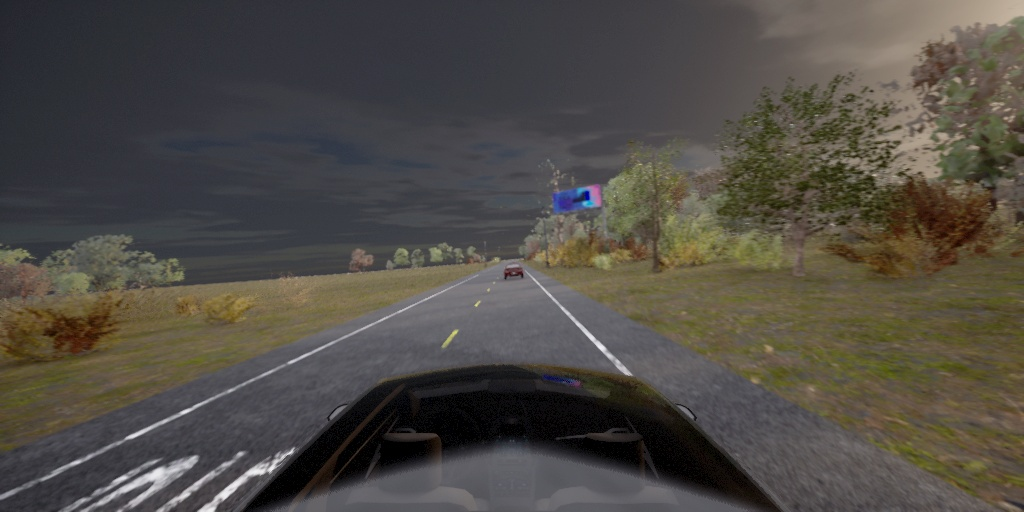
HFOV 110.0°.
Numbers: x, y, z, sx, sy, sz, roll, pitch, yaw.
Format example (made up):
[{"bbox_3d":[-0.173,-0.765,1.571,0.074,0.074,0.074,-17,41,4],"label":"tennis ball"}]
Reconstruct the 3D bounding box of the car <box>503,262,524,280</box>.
[{"bbox_3d":[0.177,1.468,36.451,1.882,1.535,5.008,-5,0,1],"label":"car"}]
